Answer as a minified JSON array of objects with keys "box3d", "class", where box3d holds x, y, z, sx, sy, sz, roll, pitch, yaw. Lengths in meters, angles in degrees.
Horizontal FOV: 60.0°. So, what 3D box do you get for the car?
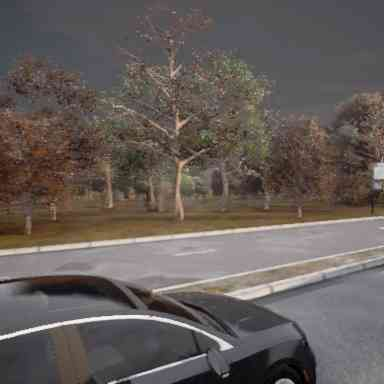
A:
[{"box3d":[-0.964,1.504,2.752,4.892,1.490,1.837,0,0,-35],"class":"car"}]
